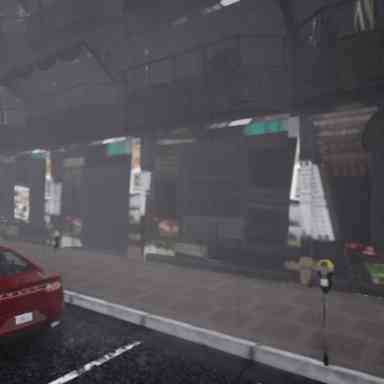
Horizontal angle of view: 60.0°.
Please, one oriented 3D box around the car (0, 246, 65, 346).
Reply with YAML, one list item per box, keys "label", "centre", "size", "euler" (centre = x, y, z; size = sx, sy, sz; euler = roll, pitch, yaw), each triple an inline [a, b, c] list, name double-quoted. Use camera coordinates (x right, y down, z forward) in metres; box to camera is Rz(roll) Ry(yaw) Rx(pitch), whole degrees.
- label: "car"
  centre: [-4.085, 1.584, 5.790]
  size: [4.507, 1.381, 1.887]
  euler: [0, 0, 36]
